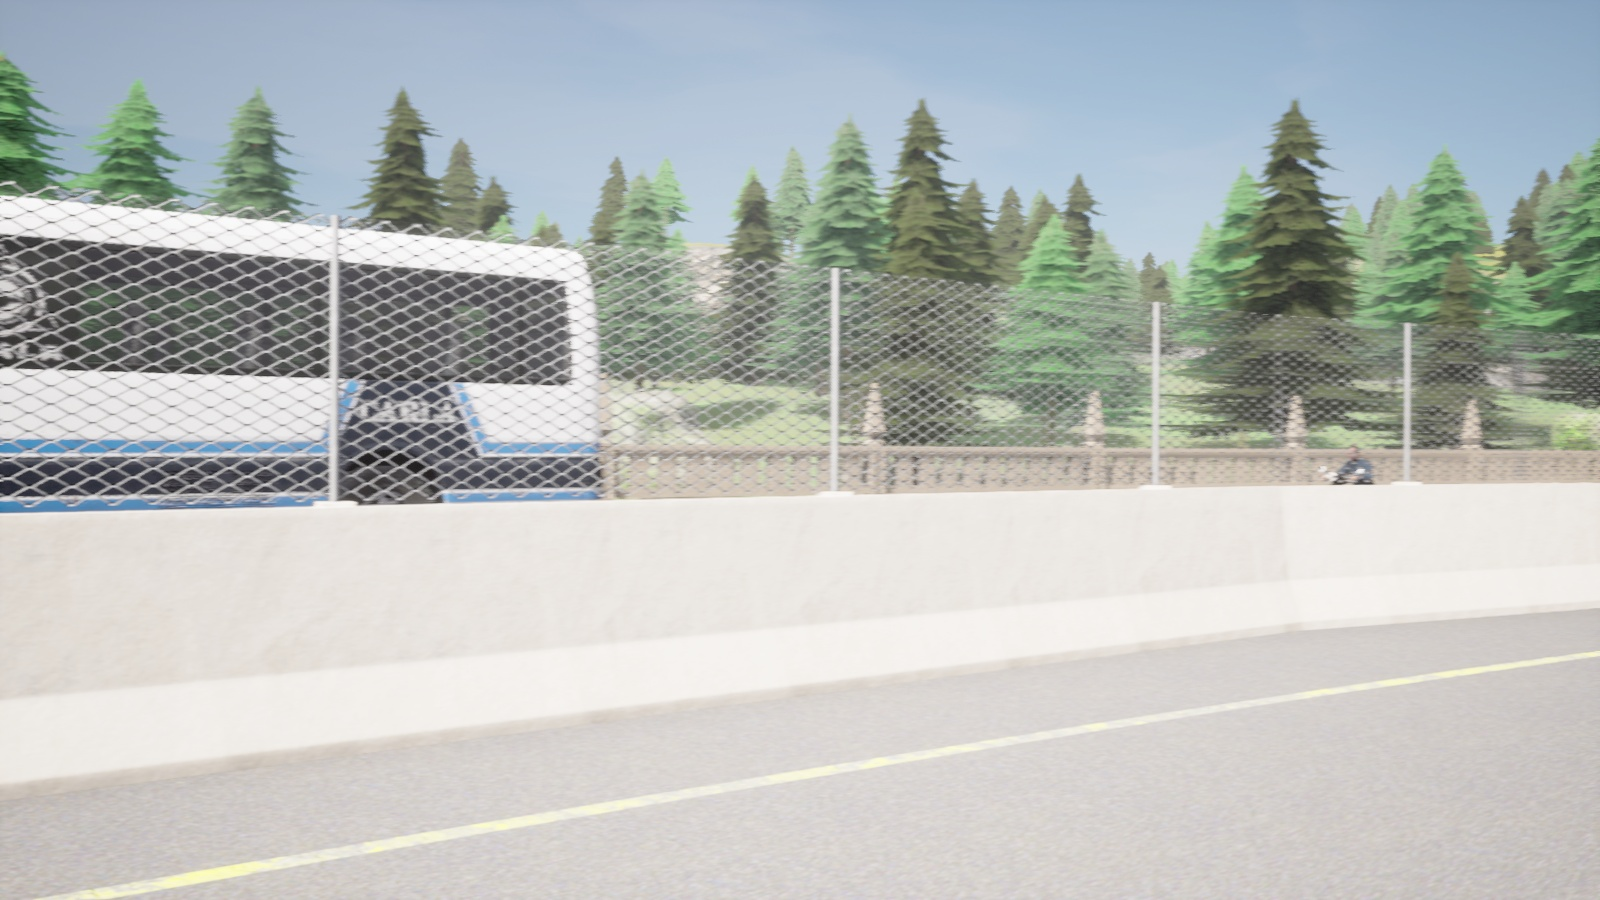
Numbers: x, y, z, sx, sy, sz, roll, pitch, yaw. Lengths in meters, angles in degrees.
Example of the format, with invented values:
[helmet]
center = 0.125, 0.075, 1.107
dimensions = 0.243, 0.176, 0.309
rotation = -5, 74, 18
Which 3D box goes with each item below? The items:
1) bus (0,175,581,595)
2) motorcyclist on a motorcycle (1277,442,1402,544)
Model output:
[bus]
center = -8.205, -0.651, 14.993
dimensions = 10.273, 4.253, 3.944
rotation = 0, 0, -33
[motorcyclist on a motorcycle]
center = 8.813, 0.679, 20.515
dimensions = 1.817, 1.590, 0.866
rotation = 0, 1, -25
